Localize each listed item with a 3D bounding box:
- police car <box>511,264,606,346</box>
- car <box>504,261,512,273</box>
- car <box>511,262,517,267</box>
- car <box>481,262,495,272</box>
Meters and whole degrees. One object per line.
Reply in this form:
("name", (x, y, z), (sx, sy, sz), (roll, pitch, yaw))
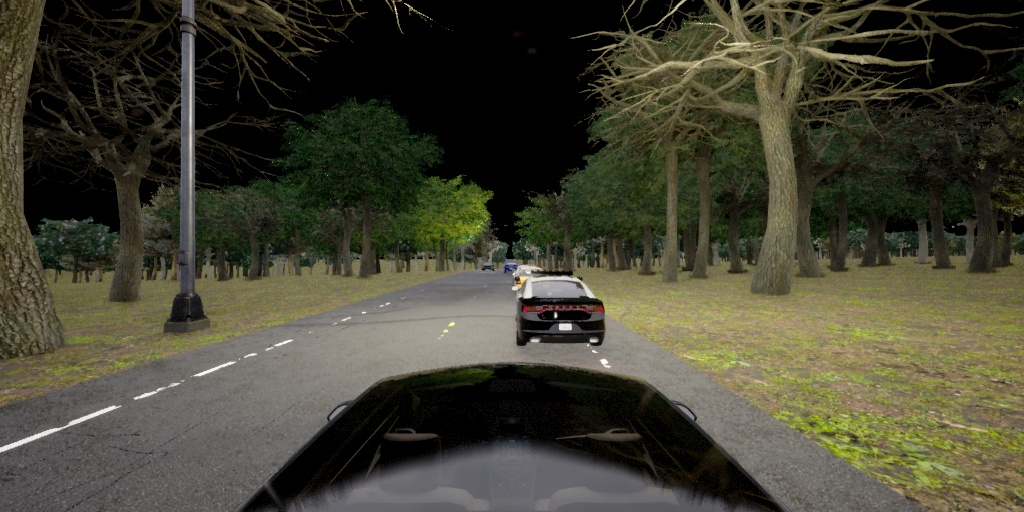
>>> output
("police car", (1.036, 1.185, 9.576), (1.930, 1.638, 5.238), (0, 0, 0))
("car", (-0.066, 1.508, 48.892), (1.882, 1.535, 5.008), (0, -1, 0))
("car", (1.015, 1.255, 19.659), (1.801, 1.575, 5.366), (0, 0, 0))
("car", (-3.605, 1.670, 54.201), (2.033, 1.411, 5.357), (0, -1, 0))
